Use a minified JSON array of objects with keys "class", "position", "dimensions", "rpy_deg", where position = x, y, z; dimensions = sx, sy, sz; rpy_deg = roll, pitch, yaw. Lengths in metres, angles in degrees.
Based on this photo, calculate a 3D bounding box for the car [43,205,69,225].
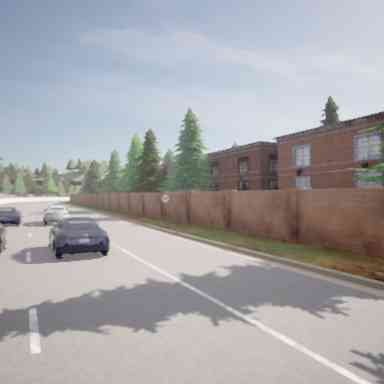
[{"class":"car","position":[-11.101,1.813,27.231],"dimensions":[1.812,1.442,4.674],"rpy_deg":[0,0,-24]}]

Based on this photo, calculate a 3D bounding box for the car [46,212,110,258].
[{"class":"car","position":[-4.687,1.710,13.631],"dimensions":[1.994,1.385,4.181],"rpy_deg":[0,-1,-26]}]

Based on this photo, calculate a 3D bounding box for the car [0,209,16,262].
[{"class":"car","position":[-7.820,1.618,12.066],"dimensions":[2.128,1.511,4.902],"rpy_deg":[0,-1,-26]}]

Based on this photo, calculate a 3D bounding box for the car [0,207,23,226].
[{"class":"car","position":[-14.095,1.829,25.349],"dimensions":[1.994,1.385,4.181],"rpy_deg":[0,-1,-24]}]
